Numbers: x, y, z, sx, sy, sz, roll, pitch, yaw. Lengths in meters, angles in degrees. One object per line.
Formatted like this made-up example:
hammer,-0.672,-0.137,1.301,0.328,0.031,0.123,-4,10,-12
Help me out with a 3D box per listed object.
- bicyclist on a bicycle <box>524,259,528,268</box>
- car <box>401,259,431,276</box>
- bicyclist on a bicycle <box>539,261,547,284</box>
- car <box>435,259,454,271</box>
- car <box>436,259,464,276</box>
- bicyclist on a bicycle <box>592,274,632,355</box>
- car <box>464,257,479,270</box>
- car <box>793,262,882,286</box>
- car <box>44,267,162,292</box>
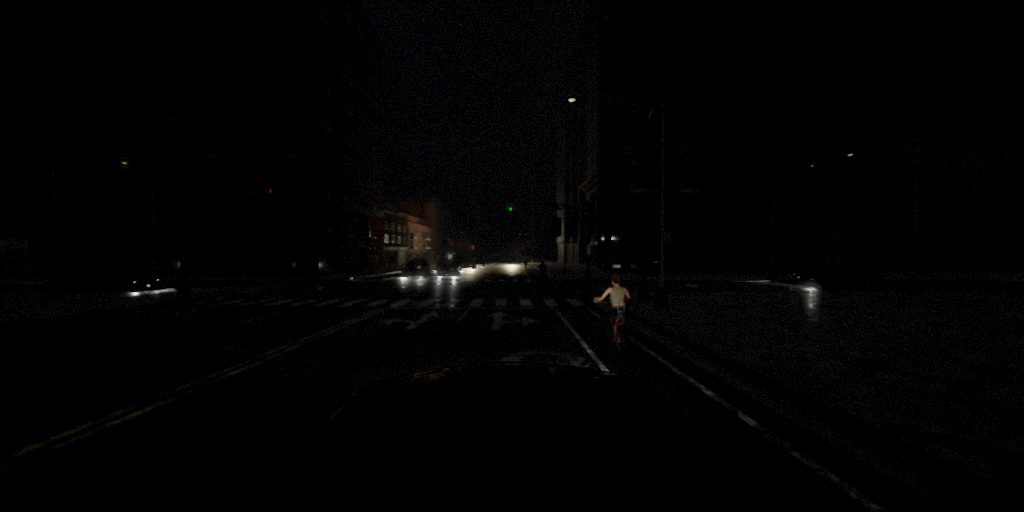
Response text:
bicyclist on a bicycle,2.231,1.217,57.909,0.866,1.612,1.509,0,0,0
car,-9.843,1.119,37.054,2.097,1.767,4.553,0,0,0
bicyclist on a bicycle,2.237,1.198,25.798,0.582,1.620,1.656,0,-1,0
car,-9.829,1.255,52.426,1.882,1.535,5.008,0,1,0
car,-6.595,1.293,37.740,1.812,1.442,4.674,0,0,0
bicyclist on a bicycle,2.196,1.186,7.686,0.866,1.612,1.509,0,0,1
car,-6.574,1.285,54.532,1.837,1.490,4.892,0,0,0
car,21.104,1.136,23.357,4.892,1.490,1.837,0,1,0
car,-24.261,1.394,21.327,5.357,1.411,2.033,0,1,0
